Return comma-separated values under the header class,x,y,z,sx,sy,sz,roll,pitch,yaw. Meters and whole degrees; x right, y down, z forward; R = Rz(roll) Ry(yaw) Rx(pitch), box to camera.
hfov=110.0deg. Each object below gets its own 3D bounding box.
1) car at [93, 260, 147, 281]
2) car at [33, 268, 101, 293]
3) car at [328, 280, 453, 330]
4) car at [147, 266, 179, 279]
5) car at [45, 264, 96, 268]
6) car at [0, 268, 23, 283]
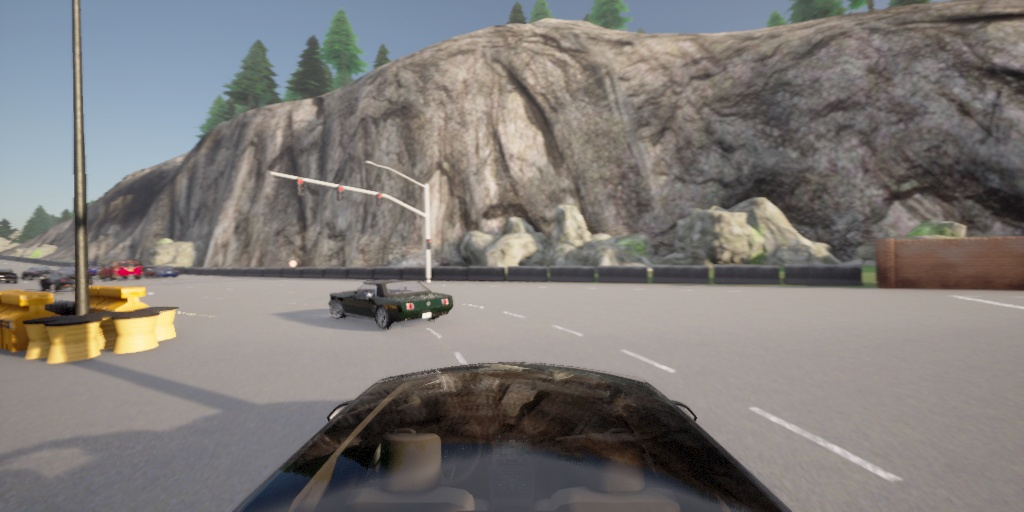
class,x,y,z,sx,sy,sz,roll,pitch,yaw
car,-42.649,1.586,39.004,5.566,2.045,2.150,0,0,27
car,-32.350,1.829,26.042,4.892,1.490,1.837,-1,0,27
car,-4.117,1.437,11.649,4.718,1.301,1.895,-1,0,40
car,-41.405,1.896,42.301,4.181,1.385,1.994,0,0,27
car,-44.201,1.875,35.870,5.008,1.535,1.882,0,0,27
car,-50.391,1.956,35.142,4.892,1.490,1.837,0,1,27
